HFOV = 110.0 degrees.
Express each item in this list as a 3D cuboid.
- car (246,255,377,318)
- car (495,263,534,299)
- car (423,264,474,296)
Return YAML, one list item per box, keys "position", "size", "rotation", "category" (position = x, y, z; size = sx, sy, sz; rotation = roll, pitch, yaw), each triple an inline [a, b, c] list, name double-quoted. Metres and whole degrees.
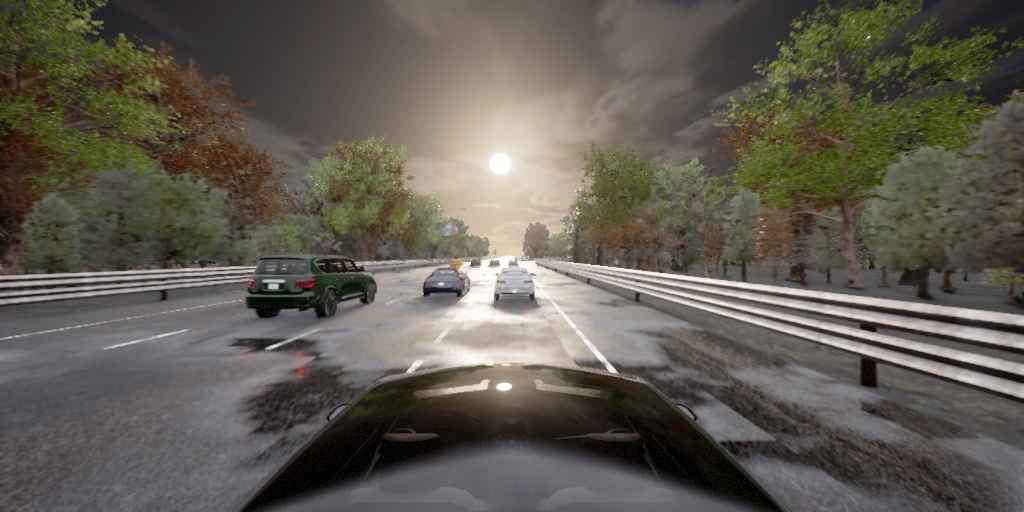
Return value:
- position: [-6.896, 0.970, 13.058]
  size: [2.150, 2.045, 5.566]
  rotation: [0, 0, 0]
  category: "car"
- position: [0.117, 1.276, 17.829]
  size: [1.812, 1.442, 4.674]
  rotation: [0, 0, 0]
  category: "car"
- position: [-3.380, 1.313, 19.141]
  size: [1.994, 1.385, 4.181]
  rotation: [0, 0, 0]
  category: "car"
